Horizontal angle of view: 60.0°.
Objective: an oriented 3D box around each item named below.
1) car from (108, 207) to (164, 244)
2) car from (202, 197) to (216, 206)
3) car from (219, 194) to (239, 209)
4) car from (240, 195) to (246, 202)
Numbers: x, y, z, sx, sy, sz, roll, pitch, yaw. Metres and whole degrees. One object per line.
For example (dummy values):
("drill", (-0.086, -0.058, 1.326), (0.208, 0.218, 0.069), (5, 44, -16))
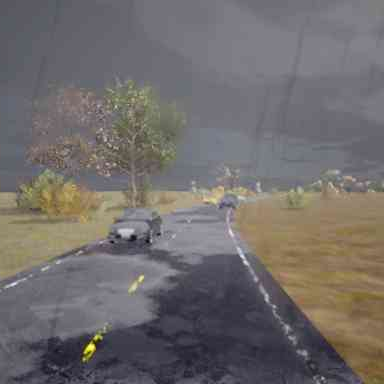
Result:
("car", (-2.546, 1.513, 15.963), (2.128, 1.511, 4.902), (0, 0, 4))
("car", (3.040, 1.550, 57.734), (1.882, 1.535, 5.008), (0, 0, 12))
("car", (4.916, 1.417, 45.710), (2.097, 1.767, 4.553), (0, 0, 9))
("car", (11.570, 1.539, 79.573), (1.812, 1.442, 4.674), (0, 0, 17))
